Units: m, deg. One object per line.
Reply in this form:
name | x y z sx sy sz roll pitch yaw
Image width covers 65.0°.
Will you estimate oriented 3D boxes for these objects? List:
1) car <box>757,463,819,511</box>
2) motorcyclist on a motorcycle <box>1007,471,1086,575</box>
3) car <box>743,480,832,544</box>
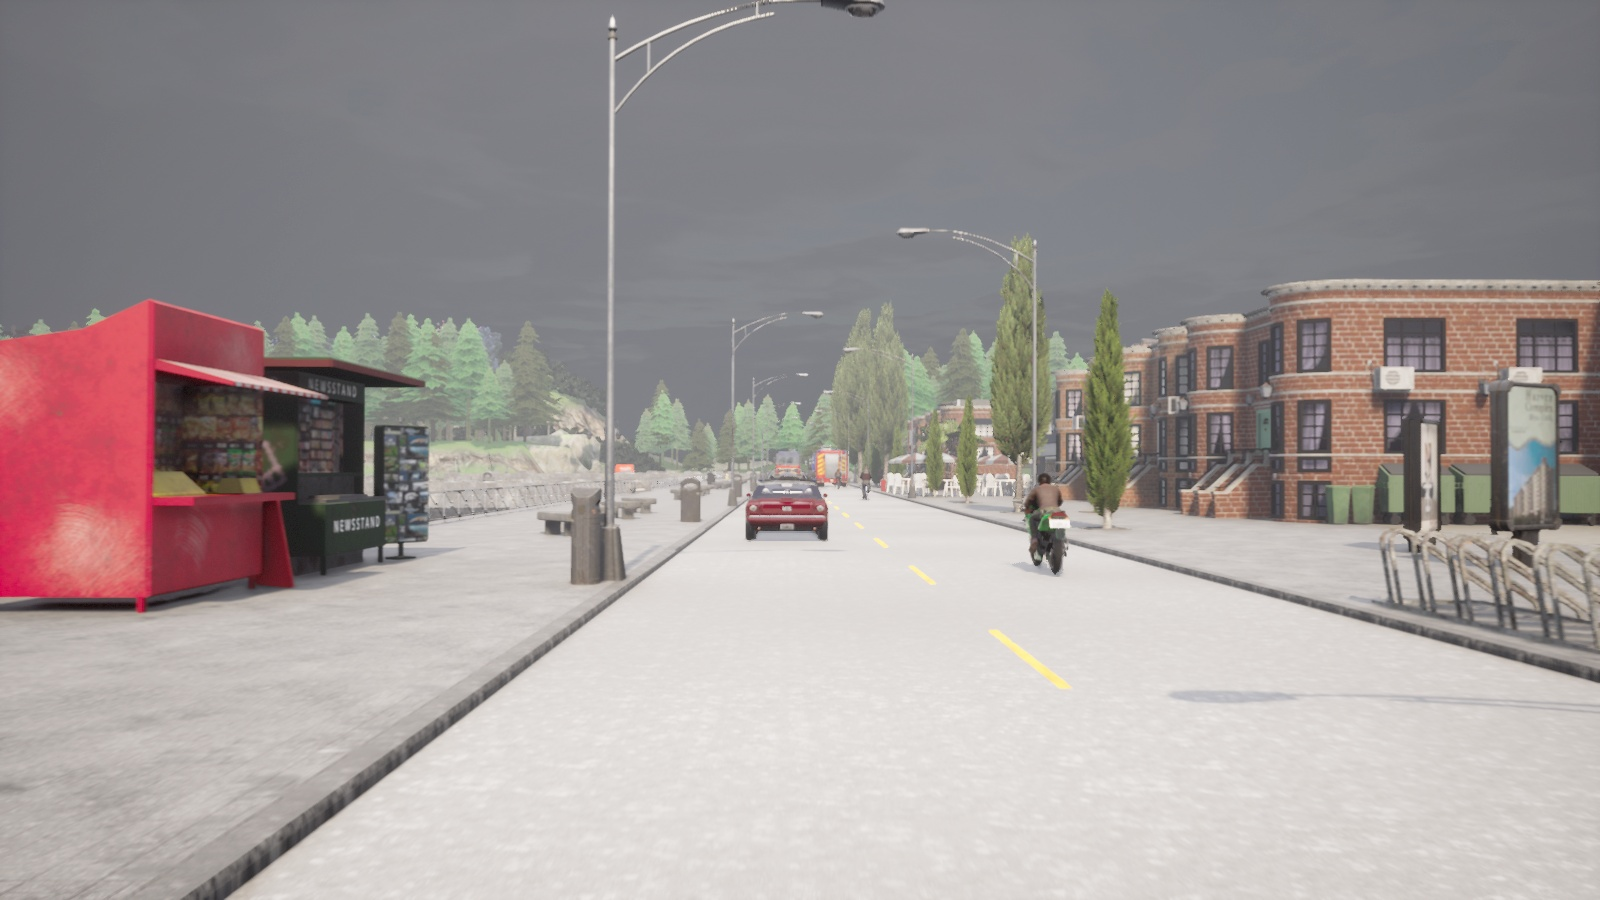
car | -0.440 1.336 46.359 2.152 1.651 5.027 0 -1 -1
motorcyclist on a motorcycle | 3.805 1.093 19.527 0.797 1.523 2.044 0 -1 -1
car | -0.284 1.383 29.208 1.895 1.301 4.718 0 -1 -1
